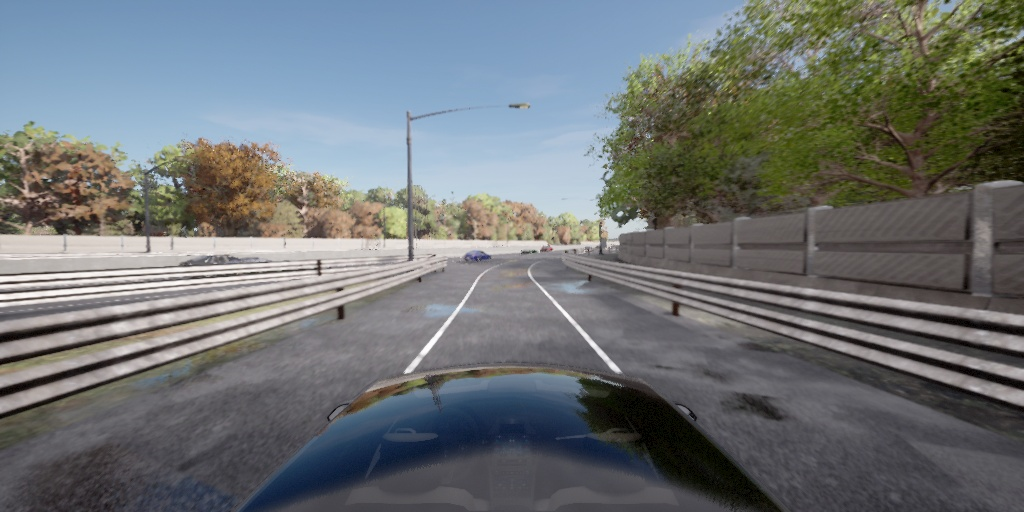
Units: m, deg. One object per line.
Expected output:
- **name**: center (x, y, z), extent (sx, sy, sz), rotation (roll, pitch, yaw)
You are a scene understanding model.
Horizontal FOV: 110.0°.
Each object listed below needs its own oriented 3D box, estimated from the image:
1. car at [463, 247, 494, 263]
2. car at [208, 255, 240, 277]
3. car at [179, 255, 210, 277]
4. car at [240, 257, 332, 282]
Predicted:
- **car**: center (-4.170, -0.002, 43.605), extent (1.812, 1.442, 4.674), rotation (1, 3, 25)
- **car**: center (-17.008, 0.755, 23.819), extent (1.994, 1.385, 4.181), rotation (1, 2, 24)
- **car**: center (-20.232, 0.671, 25.184), extent (1.837, 1.490, 4.892), rotation (1, 2, 24)
- **car**: center (-13.761, 0.816, 22.517), extent (1.895, 1.301, 4.718), rotation (1, 2, 24)
